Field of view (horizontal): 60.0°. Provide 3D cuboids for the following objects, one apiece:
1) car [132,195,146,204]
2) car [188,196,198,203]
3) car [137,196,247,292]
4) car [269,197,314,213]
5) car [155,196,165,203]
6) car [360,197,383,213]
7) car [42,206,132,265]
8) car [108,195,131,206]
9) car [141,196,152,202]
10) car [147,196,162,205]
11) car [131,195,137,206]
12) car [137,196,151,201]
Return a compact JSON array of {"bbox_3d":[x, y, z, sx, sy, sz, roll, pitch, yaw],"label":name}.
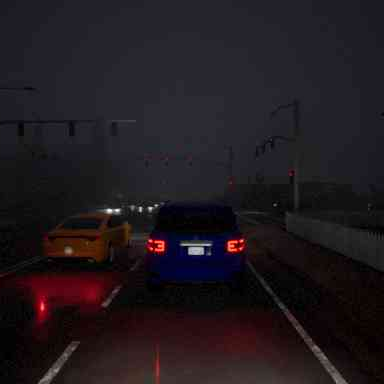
[{"bbox_3d":[-10.350,1.477,65.378,1.882,1.535,5.008,0,0,1],"label":"car"},{"bbox_3d":[0.291,1.547,69.226,2.033,1.411,5.357,0,0,0],"label":"car"},{"bbox_3d":[0.087,1.221,9.050,2.150,2.045,5.566,0,0,0],"label":"car"},{"bbox_3d":[10.746,1.352,36.100,4.553,1.767,2.097,0,0,-1],"label":"car"},{"bbox_3d":[-6.804,1.524,71.163,1.812,1.442,4.674,0,0,0],"label":"car"},{"bbox_3d":[20.850,1.352,36.323,4.553,1.767,2.097,0,0,-1],"label":"car"},{"bbox_3d":[-3.392,1.478,11.674,1.882,1.535,5.008,0,0,0],"label":"car"},{"bbox_3d":[-10.463,1.491,47.037,2.128,1.511,4.902,0,0,0],"label":"car"},{"bbox_3d":[-10.292,1.595,75.302,1.895,1.301,4.718,0,0,0],"label":"car"},{"bbox_3d":[-6.898,1.547,61.225,2.033,1.411,5.357,0,0,1],"label":"car"},{"bbox_3d":[-10.428,1.352,56.165,2.097,1.767,4.553,0,0,0],"label":"car"},{"bbox_3d":[-6.938,1.525,51.636,1.812,1.442,4.674,0,0,0],"label":"car"}]
